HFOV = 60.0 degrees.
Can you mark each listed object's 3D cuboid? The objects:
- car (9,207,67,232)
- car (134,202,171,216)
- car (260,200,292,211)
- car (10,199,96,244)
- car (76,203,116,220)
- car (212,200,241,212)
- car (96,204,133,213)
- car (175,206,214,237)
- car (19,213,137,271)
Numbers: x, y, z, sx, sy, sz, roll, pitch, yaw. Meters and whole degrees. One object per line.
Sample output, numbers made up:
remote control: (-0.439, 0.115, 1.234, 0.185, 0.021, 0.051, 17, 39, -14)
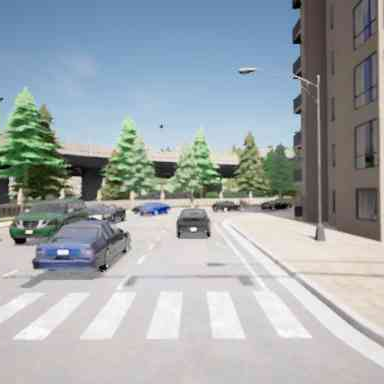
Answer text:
car: (-10.464, 1.840, 22.931, 1.994, 1.385, 4.181, 0, -1, 1)
car: (-4.103, 1.851, 37.407, 1.882, 1.535, 5.008, -1, -1, 21)
car: (11.523, 1.838, 45.407, 4.902, 1.511, 2.128, 0, -1, -33)
car: (-7.060, 1.419, 17.272, 2.150, 2.045, 5.566, 0, -1, 1)
car: (-9.362, 1.891, 32.891, 1.812, 1.442, 4.674, -1, -1, 12)
car: (4.641, 1.886, 44.308, 1.837, 1.490, 4.892, -1, -1, 43)
car: (-6.813, 1.785, 27.279, 2.128, 1.511, 4.902, 0, -1, 6)
car: (0.105, 1.675, 19.390, 1.837, 1.490, 4.892, -1, -1, 1)
car: (-3.409, 1.663, 11.299, 2.033, 1.411, 5.357, 0, -1, 0)
